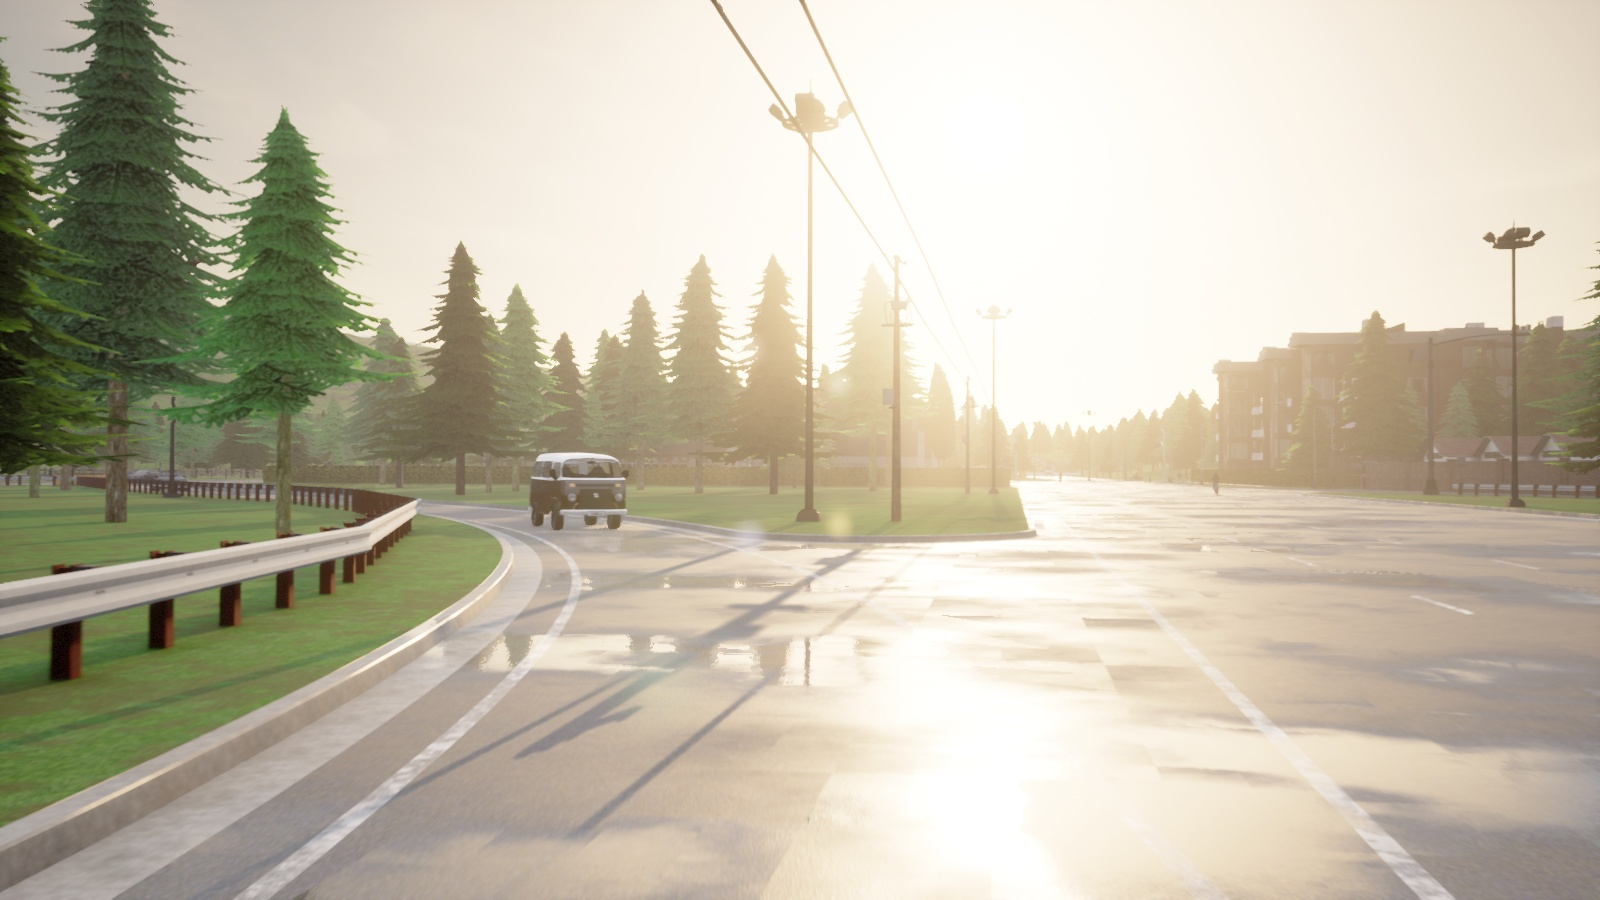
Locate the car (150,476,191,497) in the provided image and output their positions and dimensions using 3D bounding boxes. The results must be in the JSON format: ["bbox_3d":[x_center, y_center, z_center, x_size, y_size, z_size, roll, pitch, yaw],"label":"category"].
[{"bbox_3d":[-43.536,2.510,86.833,1.994,1.385,4.181,0,-1,-34],"label":"car"}]

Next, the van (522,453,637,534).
[{"bbox_3d":[-6.005,1.128,33.776,2.069,2.038,4.480,0,-1,-23],"label":"van"}]
